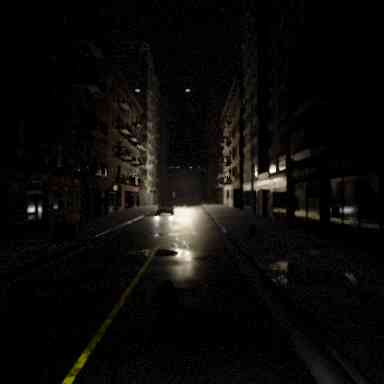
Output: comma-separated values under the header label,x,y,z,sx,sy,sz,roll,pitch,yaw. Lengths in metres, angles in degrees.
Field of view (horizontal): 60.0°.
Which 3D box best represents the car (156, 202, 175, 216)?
label,x,y,z,sx,sy,sz,roll,pitch,yaw
car,-2.982,1.917,38.287,1.812,1.442,4.674,0,-1,0
